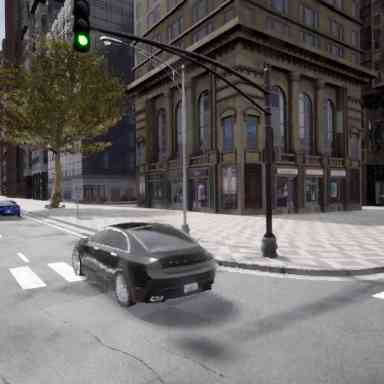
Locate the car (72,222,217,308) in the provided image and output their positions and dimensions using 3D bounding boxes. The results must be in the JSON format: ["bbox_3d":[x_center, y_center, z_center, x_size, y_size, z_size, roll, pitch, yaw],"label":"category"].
[{"bbox_3d":[-1.426,1.493,8.043,1.837,1.490,4.892,-1,1,-36],"label":"car"}]

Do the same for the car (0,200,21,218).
[{"bbox_3d":[-16.039,1.415,28.505,1.882,1.535,5.008,-1,1,-36],"label":"car"}]
